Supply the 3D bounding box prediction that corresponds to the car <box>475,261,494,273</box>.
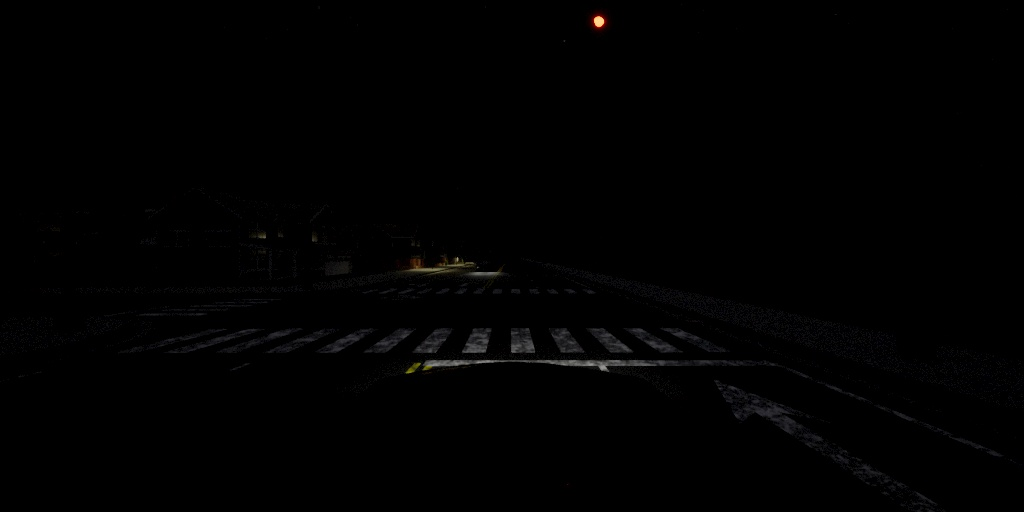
[{"bbox_3d":[-3.273,1.307,43.761,1.812,1.442,4.674,0,1,0],"label":"car"}]
